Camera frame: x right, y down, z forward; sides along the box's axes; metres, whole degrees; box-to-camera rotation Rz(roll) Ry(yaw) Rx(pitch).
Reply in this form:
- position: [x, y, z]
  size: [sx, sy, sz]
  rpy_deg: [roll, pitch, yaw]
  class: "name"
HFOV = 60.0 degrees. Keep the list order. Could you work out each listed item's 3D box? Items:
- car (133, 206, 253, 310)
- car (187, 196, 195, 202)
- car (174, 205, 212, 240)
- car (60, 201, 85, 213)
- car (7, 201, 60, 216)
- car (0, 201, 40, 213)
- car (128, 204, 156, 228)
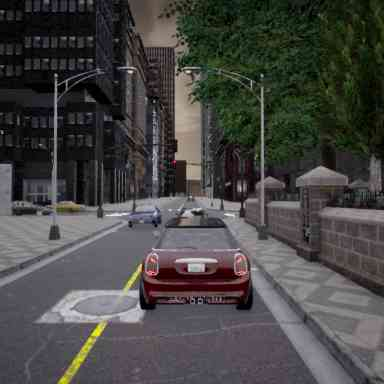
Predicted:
- position: [0.070, 1.357, 7.985]
  size: [2.097, 1.767, 4.553]
  rpy_deg: [0, 0, 0]
  class: "car"
- position: [-0.290, 1.726, 81.283]
  size: [1.812, 1.442, 4.674]
  rpy_deg: [0, 0, 0]
  class: "car"
- position: [0.033, 1.541, 18.112]
  size: [1.812, 1.442, 4.674]
  rpy_deg: [0, 0, 0]
  class: "car"
- position: [-14.907, 1.676, 38.542]
  size: [4.829, 1.417, 1.752]
  rpy_deg: [0, -1, 0]
  class: "car"
- position: [-14.745, 1.518, 30.018]
  size: [4.403, 1.369, 2.008]
  rpy_deg: [0, -1, 0]
  class: "car"
- position: [-20.250, 1.709, 38.552]
  size: [4.403, 1.369, 2.008]
  rpy_deg: [0, -1, 0]
  class: "car"
- position: [-3.080, 1.549, 22.611]
  size: [1.812, 1.442, 4.674]
  rpy_deg: [0, 0, 0]
  class: "car"
